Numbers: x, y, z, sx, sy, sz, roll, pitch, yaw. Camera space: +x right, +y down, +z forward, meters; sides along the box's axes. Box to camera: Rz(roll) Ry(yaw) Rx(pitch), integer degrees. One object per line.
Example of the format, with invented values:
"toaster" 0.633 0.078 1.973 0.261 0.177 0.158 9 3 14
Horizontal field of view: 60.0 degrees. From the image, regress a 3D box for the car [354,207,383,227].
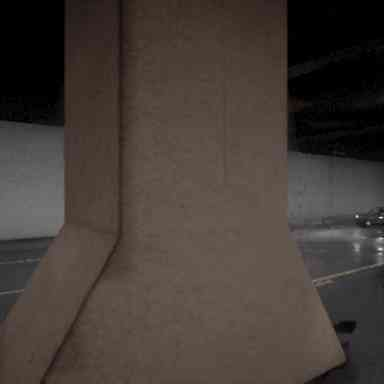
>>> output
"car" 12.528 1.604 21.530 4.718 1.301 1.895 0 0 -36
